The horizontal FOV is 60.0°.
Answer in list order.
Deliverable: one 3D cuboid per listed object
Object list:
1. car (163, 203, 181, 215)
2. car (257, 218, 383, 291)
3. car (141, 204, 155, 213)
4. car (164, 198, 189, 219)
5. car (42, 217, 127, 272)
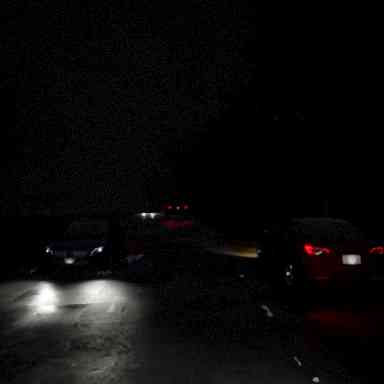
[{"bbox_3d":[-2.760,2.243,45.119,2.033,1.411,5.357,0,-1,-7],"label":"car"},{"bbox_3d":[3.122,1.407,8.968,2.163,1.488,4.792,0,0,-2],"label":"car"},{"bbox_3d":[-6.297,2.339,47.666,1.994,1.385,4.181,0,-2,-7],"label":"car"},{"bbox_3d":[-1.547,1.666,33.907,2.150,2.045,5.566,0,-1,-5],"label":"car"},{"bbox_3d":[-3.341,1.597,11.199,1.812,1.442,4.674,0,-1,-2],"label":"car"}]
